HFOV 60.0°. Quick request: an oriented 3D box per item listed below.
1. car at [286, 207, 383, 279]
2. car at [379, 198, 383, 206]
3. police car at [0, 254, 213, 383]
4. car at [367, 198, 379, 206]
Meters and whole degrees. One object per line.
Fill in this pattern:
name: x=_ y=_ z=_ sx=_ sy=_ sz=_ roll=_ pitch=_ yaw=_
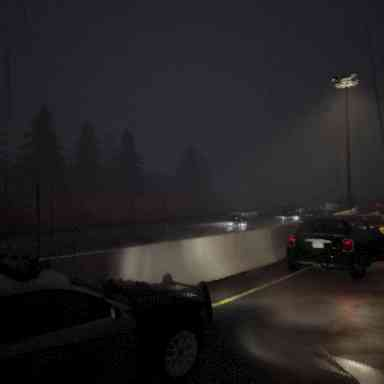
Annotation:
car: x=4.920 y=1.529 z=11.018 sx=2.097 sy=1.767 sz=4.553 roll=-2 pitch=-2 yaw=40
car: x=20.123 y=1.629 z=32.655 sx=2.150 sy=2.045 sz=5.566 roll=-2 pitch=-1 yaw=25
police car: x=-1.845 y=1.559 z=3.755 sx=5.238 sy=1.638 sz=1.930 roll=0 pitch=-2 yaw=-44
car: x=24.912 y=1.815 z=44.405 sx=2.150 sy=2.045 sz=5.566 roll=-1 pitch=-1 yaw=17
